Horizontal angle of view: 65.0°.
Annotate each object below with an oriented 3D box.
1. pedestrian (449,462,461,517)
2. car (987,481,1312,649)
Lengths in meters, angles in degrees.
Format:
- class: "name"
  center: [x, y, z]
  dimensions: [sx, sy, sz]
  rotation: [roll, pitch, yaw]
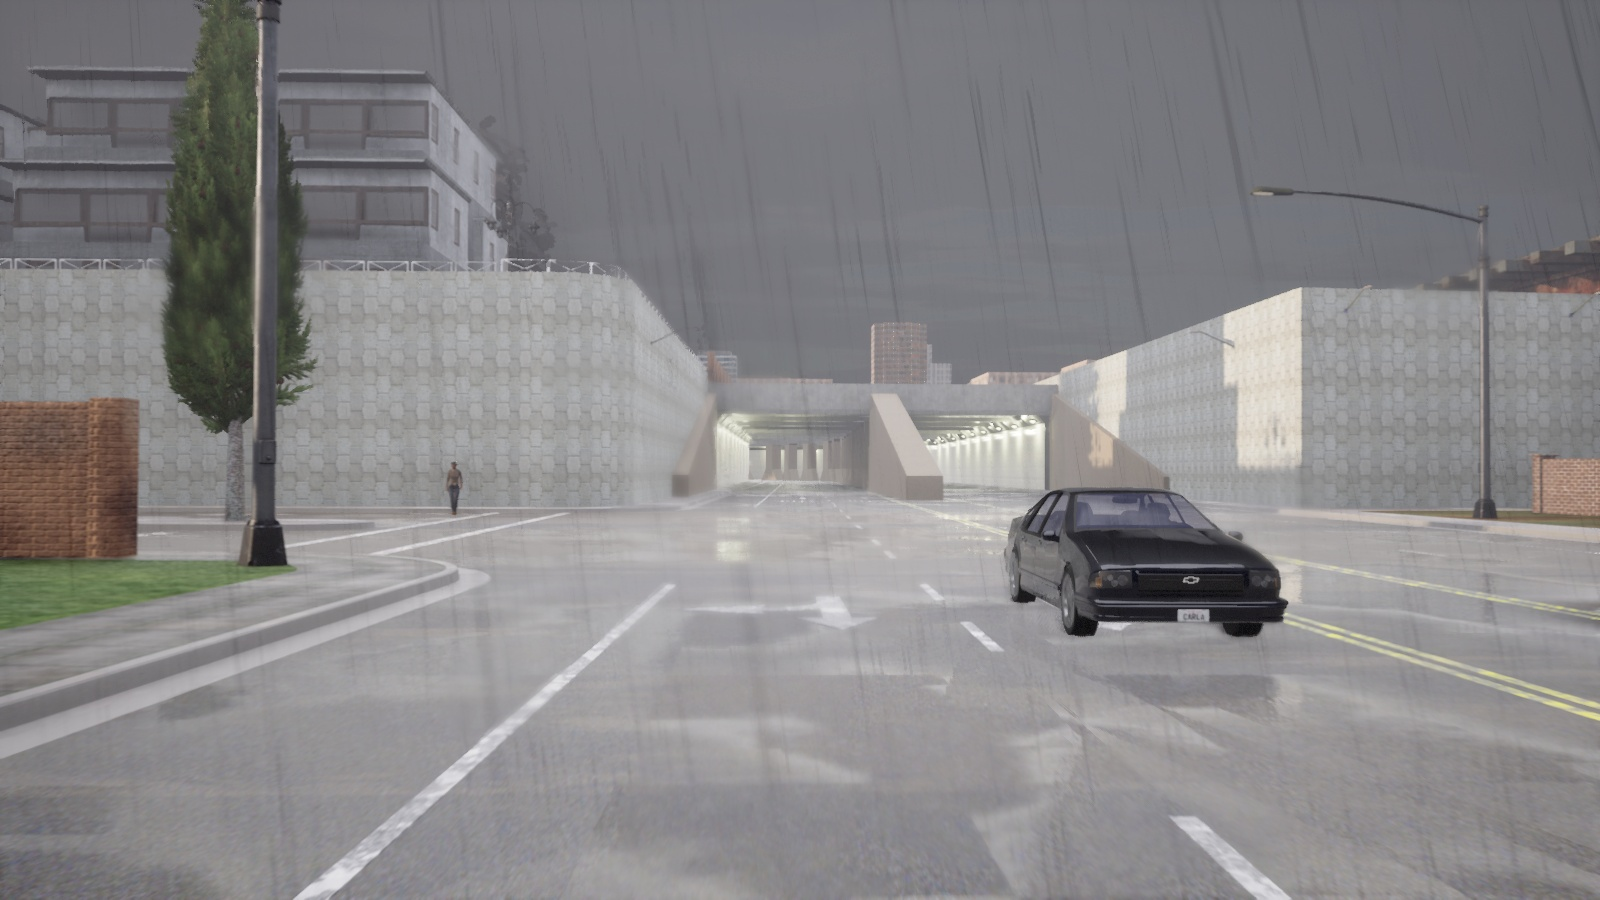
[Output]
- class: "pedestrian"
  center: [-11.418, 1.301, 41.530]
  dimensions: [0.328, 1.805, 0.869]
  rotation: [0, -1, -12]
- class: "car"
  center: [3.464, 1.076, 13.692]
  dimensions: [2.033, 1.411, 5.357]
  rotation: [0, -1, 0]
